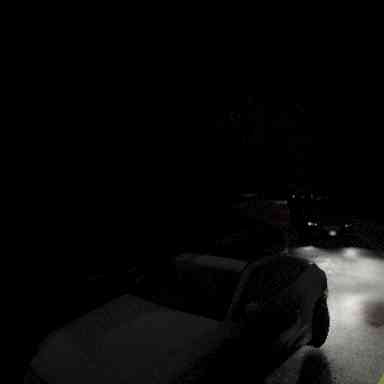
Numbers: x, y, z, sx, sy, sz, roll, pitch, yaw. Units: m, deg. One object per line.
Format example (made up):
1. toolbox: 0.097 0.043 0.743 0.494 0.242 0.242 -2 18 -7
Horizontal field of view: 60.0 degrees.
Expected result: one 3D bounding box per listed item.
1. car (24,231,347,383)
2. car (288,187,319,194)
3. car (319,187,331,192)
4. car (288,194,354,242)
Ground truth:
1. car: 0.344 1.527 4.397 1.812 1.442 4.674 0 1 41
2. car: 10.180 0.381 31.213 2.097 1.767 4.553 1 3 12
3. car: 17.452 0.042 44.326 1.994 1.385 4.181 -1 2 44
4. car: 5.447 1.120 14.481 2.128 1.511 4.902 1 3 8
